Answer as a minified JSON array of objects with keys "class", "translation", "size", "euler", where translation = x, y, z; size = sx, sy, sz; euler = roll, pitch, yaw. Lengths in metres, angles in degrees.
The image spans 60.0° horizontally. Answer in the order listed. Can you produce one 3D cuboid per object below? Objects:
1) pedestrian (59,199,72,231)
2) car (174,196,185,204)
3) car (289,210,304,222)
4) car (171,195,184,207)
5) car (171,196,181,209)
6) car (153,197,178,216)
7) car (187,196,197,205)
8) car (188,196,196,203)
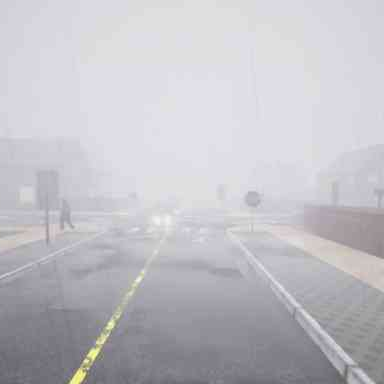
[{"class":"pedestrian","translation":[-6.937,1.175,18.165],"size":[0.375,1.860,0.375],"euler":[-1,1,0]},{"class":"car","translation":[-2.724,1.751,72.568],"size":[2.097,1.767,4.553],"euler":[0,-1,0]},{"class":"car","translation":[10.423,1.798,27.032],"size":[4.718,1.301,1.895],"euler":[1,1,-1]},{"class":"car","translation":[-2.809,1.481,58.168],"size":[2.150,2.045,5.566],"euler":[0,-1,0]},{"class":"car","translation":[-2.828,1.690,46.317],"size":[1.812,1.442,4.674],"euler":[0,0,0]},{"class":"car","translation":[-2.835,1.584,33.894],"size":[2.128,1.511,4.902],"euler":[0,0,0]},{"class":"car","translation":[0.025,1.935,69.386],"size":[1.994,1.385,4.181],"euler":[0,-1,0]},{"class":"car","translation":[0.028,1.816,79.395],"size":[1.837,1.490,4.892],"euler":[0,-1,0]}]
